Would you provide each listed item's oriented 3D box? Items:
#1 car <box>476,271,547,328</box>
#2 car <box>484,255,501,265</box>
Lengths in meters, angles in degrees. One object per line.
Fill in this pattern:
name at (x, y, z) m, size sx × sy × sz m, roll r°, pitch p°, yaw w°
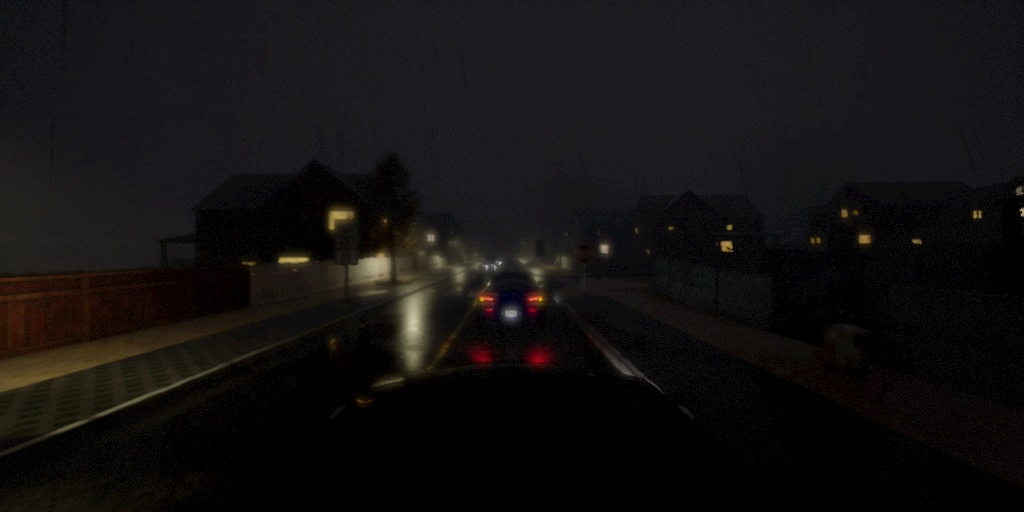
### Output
car at (-0.012, 1.162, 10.749) m, size 1.812 × 1.442 × 4.674 m, roll 0°, pitch 1°, yaw 0°
car at (-3.054, 0.664, 53.226) m, size 1.994 × 1.385 × 4.181 m, roll 0°, pitch 1°, yaw 0°
